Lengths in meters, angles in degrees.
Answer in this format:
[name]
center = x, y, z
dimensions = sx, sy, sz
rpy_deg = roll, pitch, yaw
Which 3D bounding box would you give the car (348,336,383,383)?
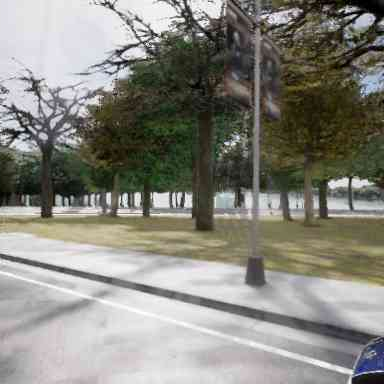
[car]
center = 3.098, 1.351, 1.475
dimensions = 4.553, 1.767, 2.097
rpy_deg = 0, 0, 36
